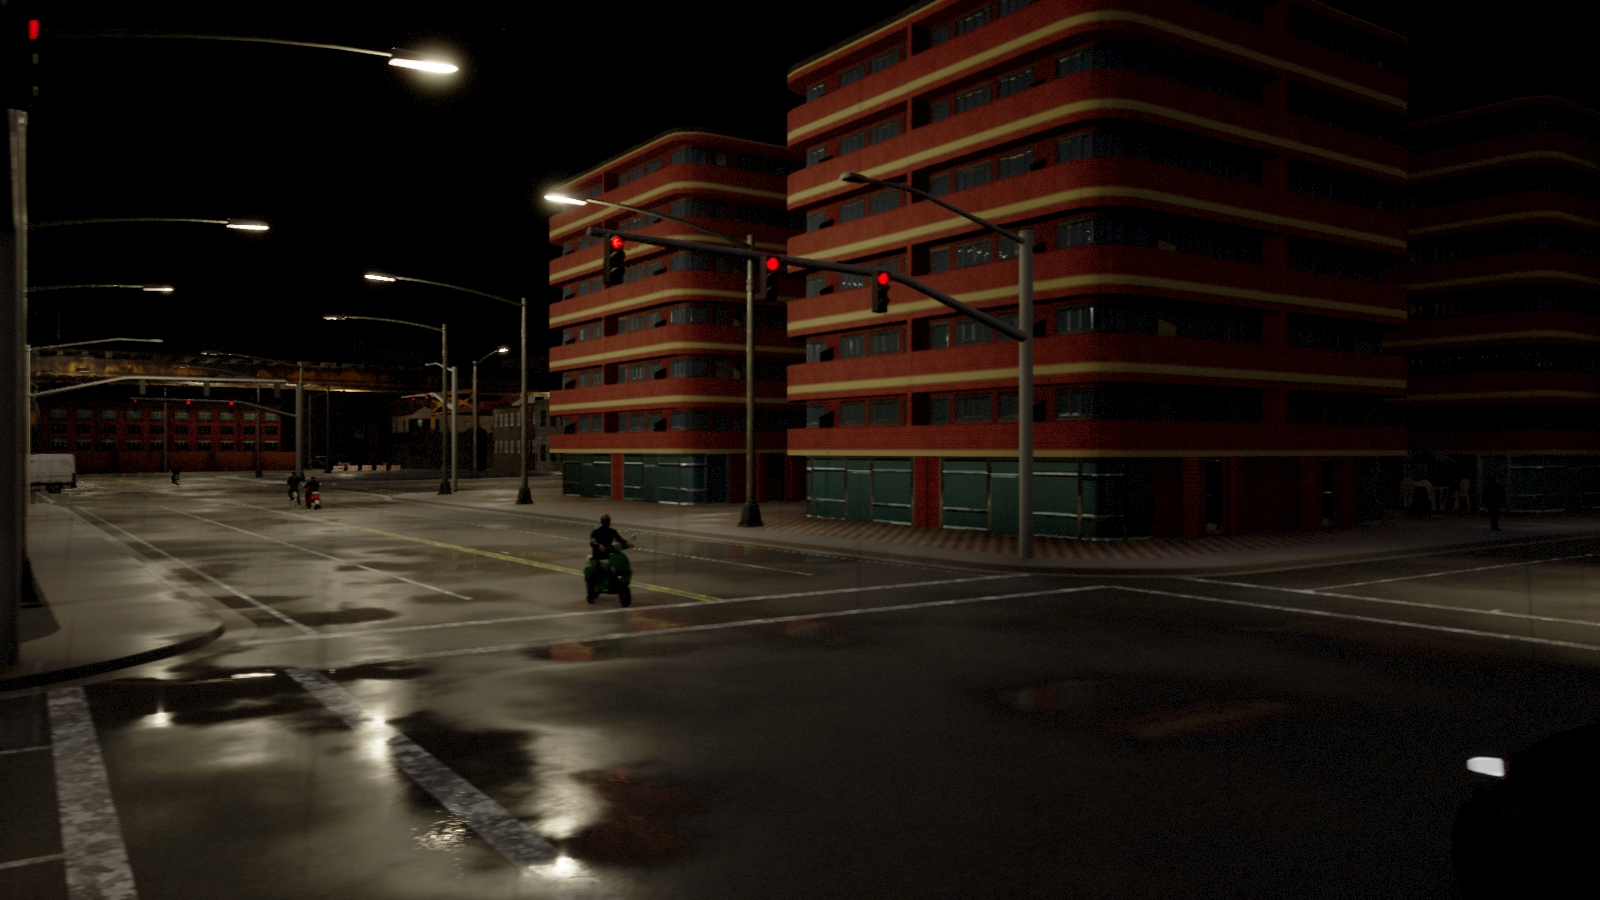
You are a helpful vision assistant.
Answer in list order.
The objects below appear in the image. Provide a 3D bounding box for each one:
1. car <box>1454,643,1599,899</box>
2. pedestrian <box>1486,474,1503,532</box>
[{"bbox_3d":[4.174,2.041,5.076,2.007,1.525,4.514,0,0,27],"label":"car"},{"bbox_3d":[22.369,1.700,36.797,0.375,1.860,0.375,0,0,-40],"label":"pedestrian"}]
